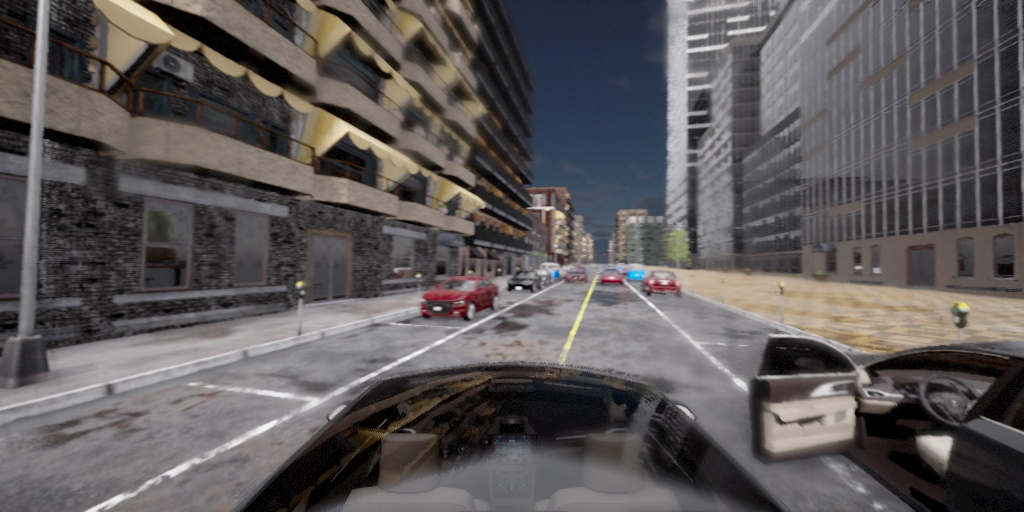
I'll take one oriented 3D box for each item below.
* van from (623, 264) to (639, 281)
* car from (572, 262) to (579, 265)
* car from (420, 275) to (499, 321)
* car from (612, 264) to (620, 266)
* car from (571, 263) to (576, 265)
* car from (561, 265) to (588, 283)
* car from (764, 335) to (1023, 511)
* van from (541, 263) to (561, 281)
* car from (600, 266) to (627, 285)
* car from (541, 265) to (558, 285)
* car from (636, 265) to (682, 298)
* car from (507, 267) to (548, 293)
[{"bbox_3d":[13.150,1.765,38.293,1.690,1.789,3.998,0,0,14],"label":"van"},{"bbox_3d":[9.065,2.153,56.378,1.751,1.417,4.829,0,0,14],"label":"car"},{"bbox_3d":[-1.782,1.433,13.343,1.888,1.381,4.507,0,0,14],"label":"car"},{"bbox_3d":[11.667,1.951,43.188,1.882,1.535,5.008,1,-1,15],"label":"car"},{"bbox_3d":[7.746,2.086,51.142,2.007,1.370,4.403,0,0,14],"label":"car"},{"bbox_3d":[6.209,1.844,34.294,1.994,1.385,4.181,1,-1,14],"label":"car"},{"bbox_3d":[3.716,1.309,2.217,1.837,1.490,4.892,0,-1,14],"label":"car"},{"bbox_3d":[3.663,1.598,34.943,1.690,1.789,3.998,0,0,14],"label":"van"},{"bbox_3d":[9.031,1.856,32.601,1.994,1.385,4.181,1,-1,14],"label":"car"},{"bbox_3d":[2.301,1.715,29.542,2.007,1.370,4.403,0,0,14],"label":"car"},{"bbox_3d":[9.066,1.586,22.092,1.967,1.591,4.097,0,0,14],"label":"car"},{"bbox_3d":[0.940,1.638,24.143,1.948,1.339,4.313,0,0,14],"label":"car"}]
